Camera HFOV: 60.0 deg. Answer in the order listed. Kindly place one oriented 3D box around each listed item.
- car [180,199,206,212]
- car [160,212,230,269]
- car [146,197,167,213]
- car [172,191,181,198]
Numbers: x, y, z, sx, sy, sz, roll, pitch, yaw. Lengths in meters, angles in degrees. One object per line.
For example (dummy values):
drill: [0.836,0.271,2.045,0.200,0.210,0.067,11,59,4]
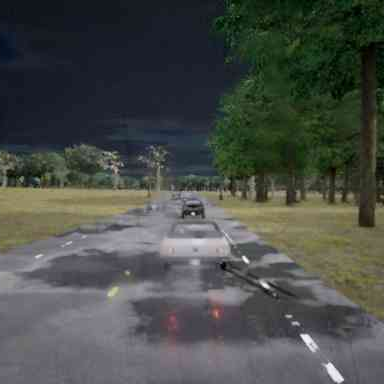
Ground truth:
car: [0.087,1.361,27.811,1.837,1.490,4.892,0,0,0]
car: [0.091,1.562,11.026,1.895,1.301,4.718,0,0,0]
car: [-3.603,1.283,34.354,2.128,1.511,4.902,0,1,0]
car: [-3.518,0.416,75.095,1.882,1.535,5.008,0,1,0]
